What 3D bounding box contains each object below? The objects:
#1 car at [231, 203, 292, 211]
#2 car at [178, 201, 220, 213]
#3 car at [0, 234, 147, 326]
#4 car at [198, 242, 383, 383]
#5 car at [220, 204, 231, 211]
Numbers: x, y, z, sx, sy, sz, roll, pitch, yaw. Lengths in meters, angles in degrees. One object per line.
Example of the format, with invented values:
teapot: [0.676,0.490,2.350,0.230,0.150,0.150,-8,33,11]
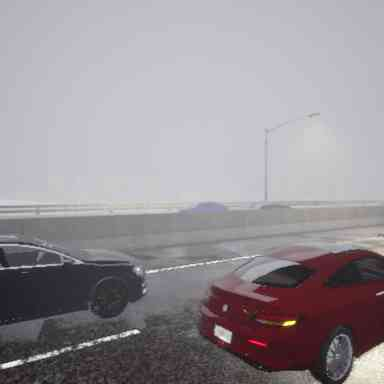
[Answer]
car: [5.606,1.577,25.058,5.008,1.535,1.882,0,0,-35]
car: [1.044,1.575,30.410,5.008,1.535,1.882,0,0,-35]
car: [-3.164,1.495,5.785,4.902,1.511,2.128,0,0,-35]
car: [2.246,1.549,5.339,4.674,1.442,1.812,0,0,-35]
car: [5.424,1.660,29.201,5.357,1.411,2.033,0,0,-35]
